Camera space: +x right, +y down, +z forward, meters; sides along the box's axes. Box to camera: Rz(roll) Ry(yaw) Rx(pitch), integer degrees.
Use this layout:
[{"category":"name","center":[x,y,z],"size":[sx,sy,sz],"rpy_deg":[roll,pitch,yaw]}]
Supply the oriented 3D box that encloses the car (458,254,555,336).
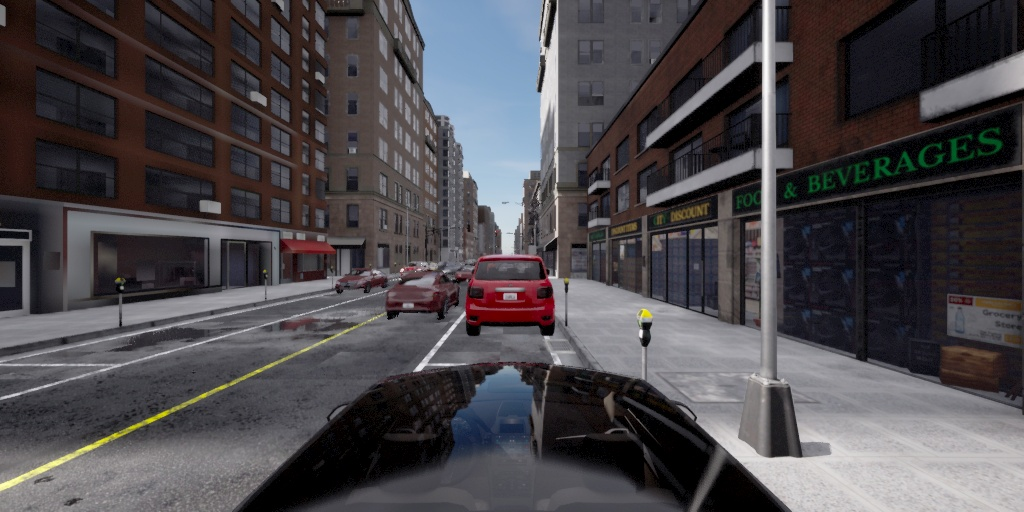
[{"category":"car","center":[-0.039,0.978,10.530],"size":[2.150,2.045,5.566],"rpy_deg":[0,0,0]}]

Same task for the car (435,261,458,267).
[{"category":"car","center":[-5.857,1.241,33.894],"size":[2.128,1.511,4.902],"rpy_deg":[0,0,0]}]

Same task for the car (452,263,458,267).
[{"category":"car","center":[-2.939,1.350,26.521],"size":[1.895,1.301,4.718],"rpy_deg":[0,0,0]}]

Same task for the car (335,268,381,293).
[{"category":"car","center":[-8.408,1.332,20.388],"size":[1.802,1.307,4.207],"rpy_deg":[0,0,0]}]

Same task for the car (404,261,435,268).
[{"category":"car","center":[-8.408,1.190,31.425],"size":[1.967,1.591,4.097],"rpy_deg":[0,0,0]}]

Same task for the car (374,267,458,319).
[{"category":"car","center":[-3.013,1.275,12.719],"size":[1.812,1.442,4.674],"rpy_deg":[0,0,0]}]
